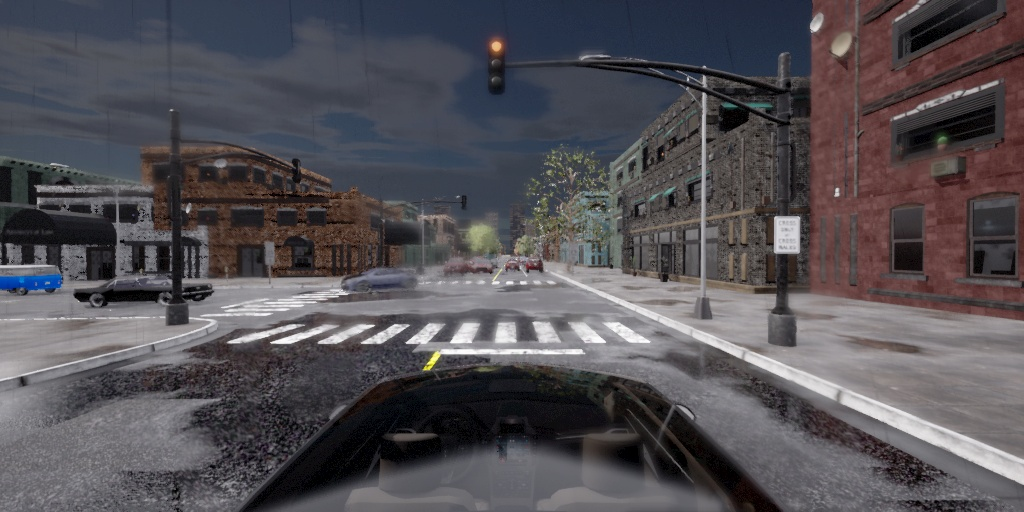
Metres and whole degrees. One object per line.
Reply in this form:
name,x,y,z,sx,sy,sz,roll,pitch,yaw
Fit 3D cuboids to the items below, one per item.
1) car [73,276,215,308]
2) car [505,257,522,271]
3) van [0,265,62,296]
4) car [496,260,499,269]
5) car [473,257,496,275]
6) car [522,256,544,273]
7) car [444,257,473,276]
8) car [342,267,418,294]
car,-16.547,1.576,16.351,4.718,1.301,1.895,-1,1,-1
car,0.063,1.264,49.875,1.812,1.442,4.674,0,0,0
van,-30.312,1.458,21.972,3.998,1.789,1.690,0,0,-1
car,-3.129,1.239,56.026,1.837,1.490,4.892,0,1,0
car,-3.127,1.093,39.127,2.097,1.767,4.553,0,0,0
car,2.663,1.055,42.860,2.192,1.841,5.009,0,0,0
car,-5.713,1.057,37.309,2.192,1.841,5.009,0,0,0
car,-7.668,1.368,20.993,4.181,1.385,1.994,-1,1,-37
